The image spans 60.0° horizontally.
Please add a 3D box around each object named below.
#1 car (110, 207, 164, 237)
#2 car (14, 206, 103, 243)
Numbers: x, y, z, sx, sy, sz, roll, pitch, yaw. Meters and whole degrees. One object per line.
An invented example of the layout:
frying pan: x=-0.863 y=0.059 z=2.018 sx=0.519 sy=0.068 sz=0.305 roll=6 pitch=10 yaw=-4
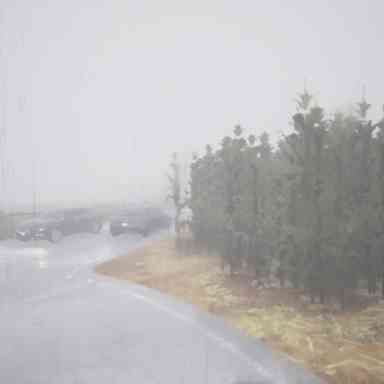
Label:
car: x=-2.528 y=1.451 z=17.404 sx=1.994 sy=1.385 sz=4.181 roll=-1 pitch=1 yaw=17
car: x=-6.339 y=1.497 z=16.340 sx=1.837 sy=1.490 sz=4.892 roll=-1 pitch=0 yaw=19
